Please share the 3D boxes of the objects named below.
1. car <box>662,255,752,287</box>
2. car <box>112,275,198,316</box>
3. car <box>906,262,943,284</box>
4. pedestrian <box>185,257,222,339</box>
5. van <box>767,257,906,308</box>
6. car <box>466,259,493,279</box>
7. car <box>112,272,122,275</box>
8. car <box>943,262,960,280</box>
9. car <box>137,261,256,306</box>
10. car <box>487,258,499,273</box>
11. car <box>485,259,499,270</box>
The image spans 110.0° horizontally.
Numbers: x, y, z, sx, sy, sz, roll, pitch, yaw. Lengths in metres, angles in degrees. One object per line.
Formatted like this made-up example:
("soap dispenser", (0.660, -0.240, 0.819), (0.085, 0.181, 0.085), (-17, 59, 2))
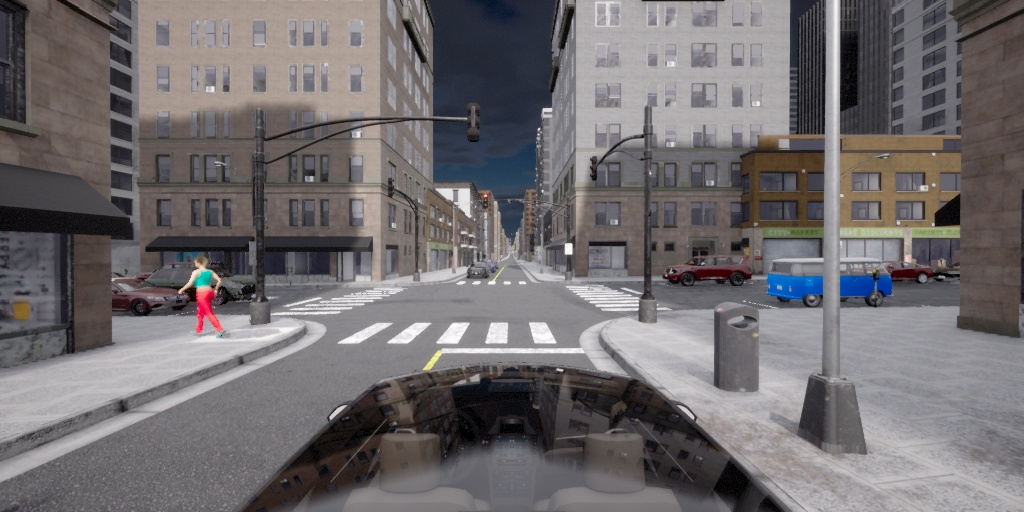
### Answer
("car", (12.103, 0.872, 22.291), (5.009, 1.841, 2.192), (0, 0, 0))
("car", (-14.814, 1.528, 13.708), (4.207, 1.307, 1.802), (0, 0, 0))
("car", (23.321, 0.964, 22.315), (4.507, 1.381, 1.888), (0, 0, 0))
("pedestrian", (-6.911, 0.893, 8.044), (0.375, 1.860, 0.375), (0, 0, 0))
("van", (12.122, 0.957, 13.766), (3.998, 1.789, 1.690), (0, 0, 0))
("car", (-3.083, 1.260, 33.387), (1.837, 1.490, 4.892), (0, 0, 0))
("car", (-26.012, 1.551, 22.210), (4.829, 1.417, 1.751), (0, 0, 0))
("car", (28.930, 0.916, 22.327), (4.313, 1.339, 1.948), (0, 0, 0))
("car", (-14.005, 1.269, 16.351), (4.553, 1.767, 2.097), (-1, 0, 0))
("car", (-3.074, 1.116, 43.545), (2.097, 1.767, 4.553), (0, 0, 0))
("car", (-3.063, 1.286, 55.776), (1.837, 1.490, 4.892), (0, 0, 0))
